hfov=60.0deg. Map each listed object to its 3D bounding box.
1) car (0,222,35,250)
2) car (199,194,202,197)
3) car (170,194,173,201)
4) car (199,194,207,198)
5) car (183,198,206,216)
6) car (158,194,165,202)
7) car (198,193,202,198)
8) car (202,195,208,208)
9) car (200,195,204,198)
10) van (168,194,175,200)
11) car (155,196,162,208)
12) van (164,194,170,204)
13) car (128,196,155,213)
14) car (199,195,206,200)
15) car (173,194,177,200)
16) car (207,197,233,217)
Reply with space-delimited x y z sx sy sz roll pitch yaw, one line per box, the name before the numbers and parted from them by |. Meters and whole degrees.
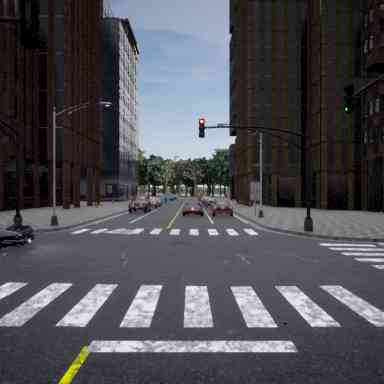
car | -8.728 1.404 12.016 5.357 1.411 2.033 1 0 -12
car | 2.777 1.542 64.521 1.752 1.417 4.829 0 0 0
car | -5.747 1.571 69.791 2.008 1.369 4.403 0 0 0
car | 2.775 1.559 58.914 1.887 1.381 4.507 0 0 0
car | 0.089 1.569 32.964 1.994 1.385 4.181 0 0 0
car | -5.751 1.537 53.308 1.752 1.417 4.829 0 0 0
car | 2.779 1.549 75.396 1.752 1.417 4.829 0 0 0
car | 2.773 1.560 48.038 2.008 1.369 4.403 0 0 0
car | 2.774 1.556 53.476 1.887 1.381 4.507 0 0 0
van | -5.743 1.377 91.541 1.690 1.788 3.998 0 0 0
car | -5.752 1.592 48.040 1.802 1.307 4.206 0 0 0
van | -5.749 1.358 64.353 1.690 1.788 3.998 0 0 0
car | -5.755 1.321 37.165 2.192 1.841 5.009 0 0 0
car | 2.782 1.561 91.709 1.752 1.417 4.829 0 0 0
car | -5.744 1.597 86.103 1.947 1.339 4.313 0 0 0
car | 2.769 1.444 31.726 1.967 1.590 4.097 0 0 0
